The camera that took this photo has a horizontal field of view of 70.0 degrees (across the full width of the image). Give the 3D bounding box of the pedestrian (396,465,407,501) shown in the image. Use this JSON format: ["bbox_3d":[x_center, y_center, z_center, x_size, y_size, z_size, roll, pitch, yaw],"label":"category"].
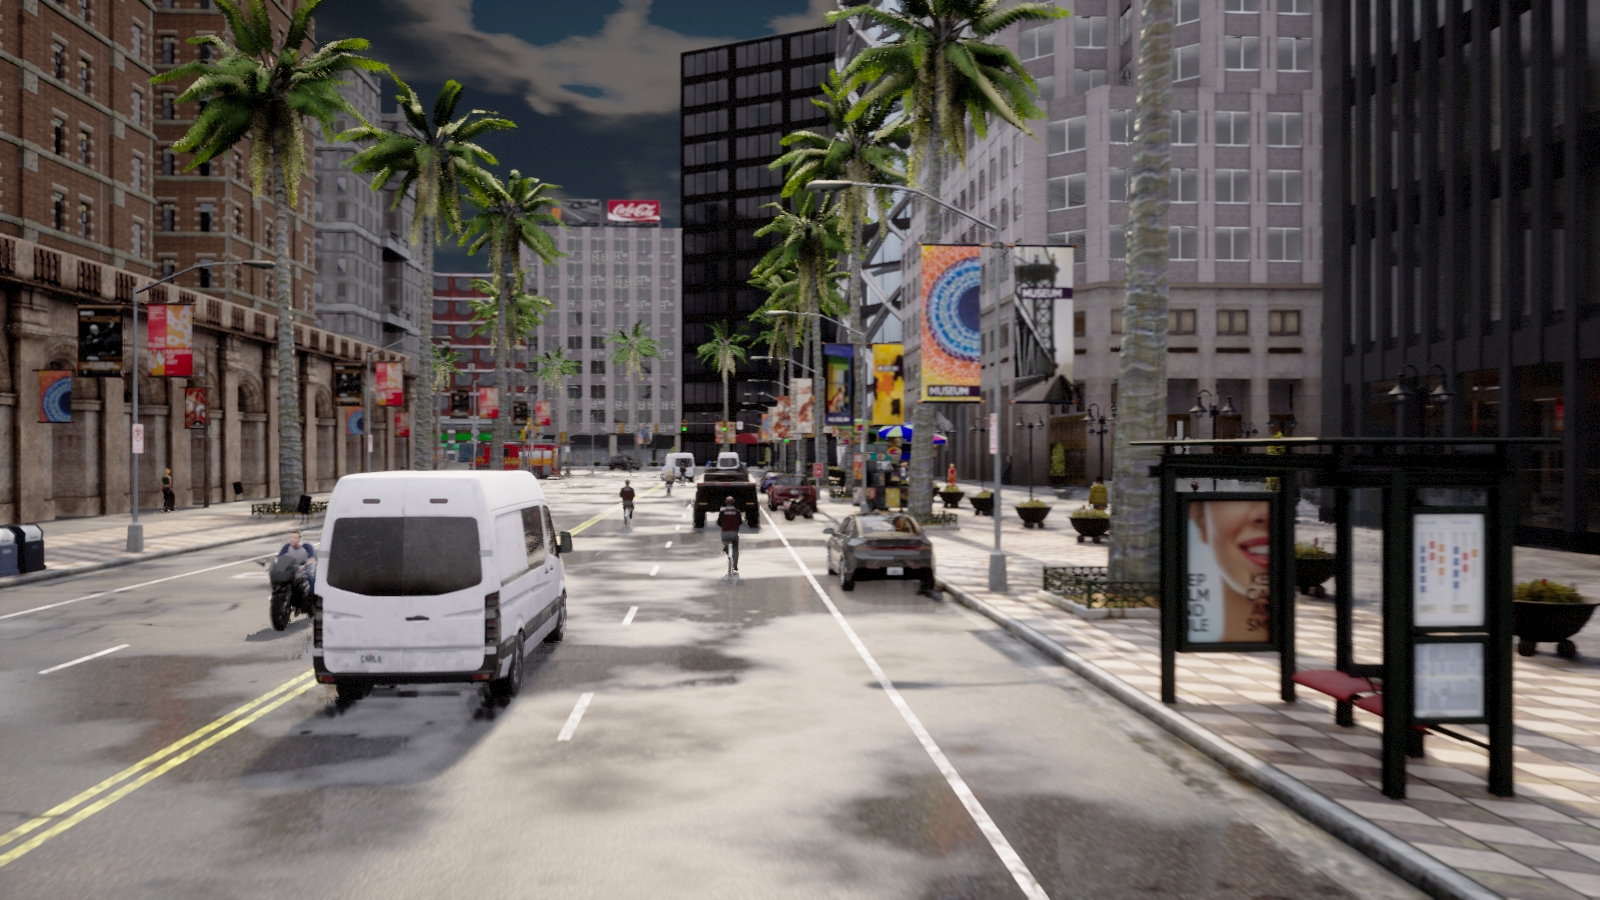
[{"bbox_3d":[-20.607,1.704,59.029,0.375,1.860,0.375,0,0,17],"label":"pedestrian"}]

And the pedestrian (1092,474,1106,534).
[{"bbox_3d":[9.350,1.696,35.736,0.375,1.860,0.375,0,0,5],"label":"pedestrian"}]

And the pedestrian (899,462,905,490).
[{"bbox_3d":[6.708,1.699,74.916,0.375,1.860,0.375,0,0,0],"label":"pedestrian"}]

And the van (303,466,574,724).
[{"bbox_3d":[-4.321,1.536,14.783,1.988,2.561,5.915,0,0,-4],"label":"van"}]

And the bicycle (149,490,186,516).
[{"bbox_3d":[-27.209,2.267,49.174,0.859,1.080,1.487,0,0,-4],"label":"bicycle"}]

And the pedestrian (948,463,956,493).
[{"bbox_3d":[9.302,1.708,70.133,0.375,1.860,0.375,0,0,-13],"label":"pedestrian"}]

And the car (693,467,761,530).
[{"bbox_3d":[-2.797,1.755,43.327,2.390,2.098,6.274,0,0,-4],"label":"car"}]

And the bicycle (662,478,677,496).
[{"bbox_3d":[-8.008,2.260,70.237,0.859,1.080,1.487,0,0,-4],"label":"bicycle"}]

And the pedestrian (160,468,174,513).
[{"bbox_3d":[-26.689,1.708,48.146,0.375,1.860,0.375,0,0,3],"label":"pedestrian"}]

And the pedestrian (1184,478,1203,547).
[{"bbox_3d":[10.723,1.700,31.122,0.375,1.860,0.375,0,0,-7],"label":"pedestrian"}]

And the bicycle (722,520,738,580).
[{"bbox_3d":[-1.572,2.211,25.606,0.329,1.171,1.835,0,0,-4],"label":"bicycle"}]

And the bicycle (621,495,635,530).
[{"bbox_3d":[-6.132,2.213,40.745,0.329,1.171,1.835,0,0,-4],"label":"bicycle"}]
